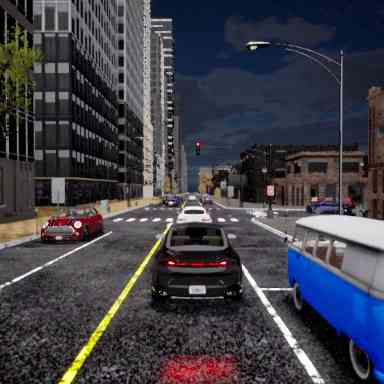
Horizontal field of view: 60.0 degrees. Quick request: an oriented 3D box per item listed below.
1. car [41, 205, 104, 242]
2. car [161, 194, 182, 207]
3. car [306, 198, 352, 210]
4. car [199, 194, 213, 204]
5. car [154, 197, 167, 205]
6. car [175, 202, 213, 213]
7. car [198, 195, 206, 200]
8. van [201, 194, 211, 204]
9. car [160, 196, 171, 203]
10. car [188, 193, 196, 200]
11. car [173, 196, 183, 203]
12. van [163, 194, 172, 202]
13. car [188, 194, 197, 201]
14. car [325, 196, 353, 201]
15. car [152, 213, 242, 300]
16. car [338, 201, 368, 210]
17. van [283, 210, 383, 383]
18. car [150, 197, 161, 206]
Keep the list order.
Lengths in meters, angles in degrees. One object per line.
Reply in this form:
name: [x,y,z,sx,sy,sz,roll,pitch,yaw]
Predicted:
car: [-5.689,1.434,16.182,1.967,1.590,4.097,-1,0,0]
car: [-3.046,1.475,50.690,2.128,1.511,4.902,0,0,0]
car: [14.850,1.681,36.849,4.181,1.385,1.994,1,1,1]
car: [2.732,1.420,59.712,1.967,1.590,4.097,-1,0,0]
car: [-5.613,1.546,59.774,1.947,1.339,4.313,-1,0,0]
car: [0.111,1.519,18.739,1.812,1.442,4.674,0,0,0]
car: [2.765,1.523,93.576,2.008,1.369,4.403,-1,0,0]
van: [2.735,1.320,65.356,1.690,1.788,3.998,-1,0,0]
car: [-5.603,1.543,71.063,1.947,1.339,4.313,-1,0,0]
car: [0.084,1.249,91.027,2.097,1.767,4.553,0,0,0]
car: [-2.934,1.530,71.062,1.994,1.385,4.181,0,0,0]
van: [-5.601,1.317,76.706,1.690,1.788,3.998,-1,0,0]
car: [0.074,1.497,81.023,1.812,1.442,4.674,0,0,0]
car: [16.562,1.407,39.410,5.009,1.841,2.192,1,0,1]
car: [0.105,1.502,8.382,1.837,1.490,4.892,0,0,0]
car: [16.446,1.790,31.034,4.313,1.339,1.947,1,0,1]
van: [2.680,1.339,5.091,1.690,1.788,3.998,-1,0,0]
car: [-5.790,1.507,53.960,1.752,1.417,4.829,-1,0,0]
